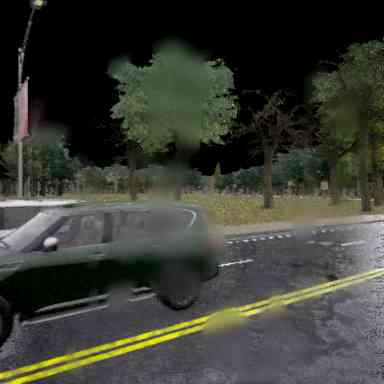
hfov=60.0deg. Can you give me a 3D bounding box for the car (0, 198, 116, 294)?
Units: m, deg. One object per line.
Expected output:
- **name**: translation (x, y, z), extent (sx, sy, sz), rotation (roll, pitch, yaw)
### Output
- **car**: translation (-4.925, 1.221, 8.156), extent (5.566, 2.045, 2.150), rotation (0, 0, -36)

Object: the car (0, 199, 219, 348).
- **car**: translation (-2.025, 1.221, 6.233), extent (5.566, 2.045, 2.150), rotation (0, 0, -36)
